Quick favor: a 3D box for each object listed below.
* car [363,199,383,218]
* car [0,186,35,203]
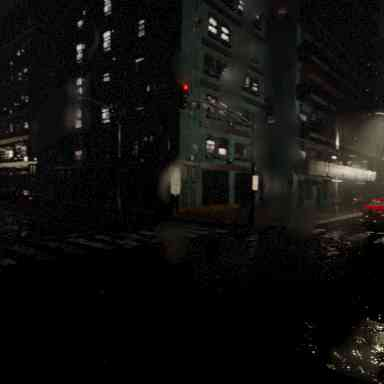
[{"bbox_3d":[14.703,1.277,25.841,1.887,1.381,4.507,2,2,41],"label":"car"},{"bbox_3d":[-15.839,0.126,30.004,4.097,1.590,1.967,3,1,41],"label":"car"}]
